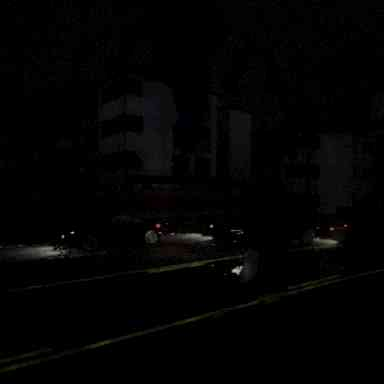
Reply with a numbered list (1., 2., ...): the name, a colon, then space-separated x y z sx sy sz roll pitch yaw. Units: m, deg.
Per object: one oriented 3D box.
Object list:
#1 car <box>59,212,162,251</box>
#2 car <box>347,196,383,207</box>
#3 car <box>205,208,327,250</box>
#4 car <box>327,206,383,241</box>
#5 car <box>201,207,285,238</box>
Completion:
1. car: -3.404 1.580 14.202 4.181 1.385 1.994 0 0 -33
2. car: 11.949 1.292 21.379 5.566 2.045 2.150 0 0 -11
3. car: 3.295 1.512 14.505 5.008 1.535 1.882 1 0 -29
4. car: 8.716 1.617 16.803 4.181 1.385 1.994 0 0 -18
5. car: 2.811 1.607 18.273 4.181 1.385 1.994 0 0 -27
